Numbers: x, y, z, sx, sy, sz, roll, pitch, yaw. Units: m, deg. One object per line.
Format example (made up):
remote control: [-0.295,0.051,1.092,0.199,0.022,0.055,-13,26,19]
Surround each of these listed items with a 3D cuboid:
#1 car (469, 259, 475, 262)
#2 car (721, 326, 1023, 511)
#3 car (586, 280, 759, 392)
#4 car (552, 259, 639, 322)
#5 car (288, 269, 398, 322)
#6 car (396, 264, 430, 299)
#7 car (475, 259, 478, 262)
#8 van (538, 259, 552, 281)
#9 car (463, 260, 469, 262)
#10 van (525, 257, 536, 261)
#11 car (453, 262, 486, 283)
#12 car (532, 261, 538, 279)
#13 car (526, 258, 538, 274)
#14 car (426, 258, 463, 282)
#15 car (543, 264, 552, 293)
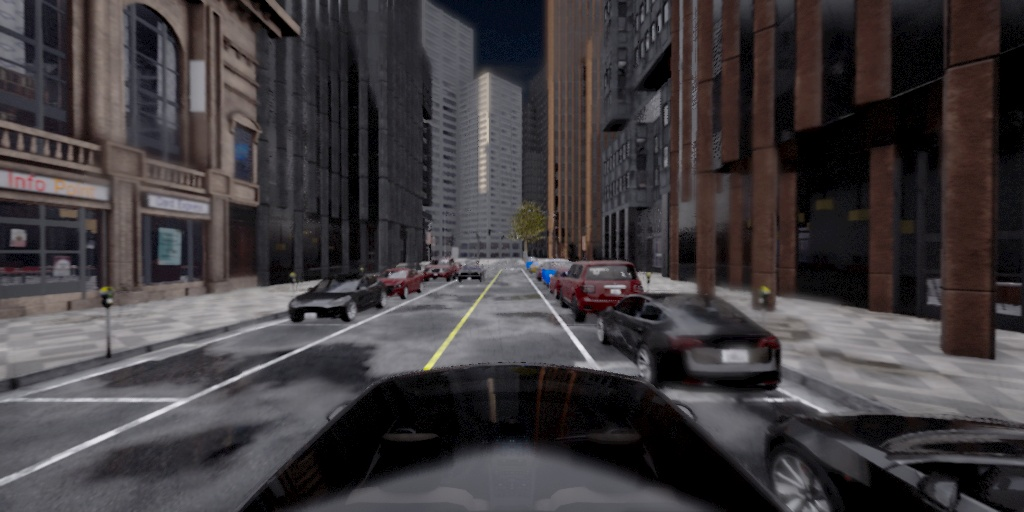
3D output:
car: [-5.677,1.282,40.398,2.007,1.370,4.403,0,0,0]
car: [2.857,1.316,1.030,1.948,1.339,4.313,0,0,0]
car: [2.856,1.314,6.654,1.948,1.339,4.313,0,0,0]
car: [2.854,1.061,12.279,2.192,1.841,5.009,0,0,0]
car: [-5.671,1.313,12.274,1.948,1.339,4.313,0,0,0]
car: [-5.672,1.290,17.899,1.888,1.381,4.507,0,0,0]
car: [-5.678,1.293,46.023,1.948,1.339,4.313,0,0,0]
van: [2.852,1.083,23.528,1.690,1.789,3.998,0,0,0]
car: [-5.676,1.281,34.773,1.888,1.381,4.507,0,0,0]
van: [2.846,1.063,51.650,1.690,1.789,3.998,0,0,0]
car: [-3.102,1.341,28.266,1.895,1.301,4.718,0,0,0]
car: [2.851,1.321,29.152,1.802,1.307,4.207,0,0,0]
car: [2.849,1.257,40.571,1.751,1.417,4.829,0,0,0]
car: [-5.675,1.054,29.148,2.192,1.841,5.009,0,0,0]
car: [2.854,1.290,17.903,1.888,1.381,4.507,0,0,0]
